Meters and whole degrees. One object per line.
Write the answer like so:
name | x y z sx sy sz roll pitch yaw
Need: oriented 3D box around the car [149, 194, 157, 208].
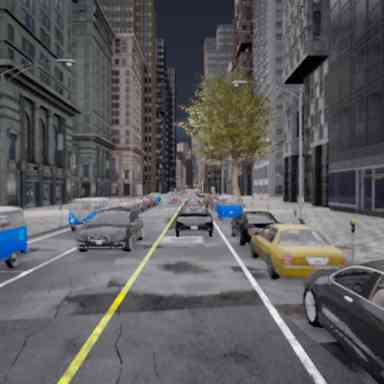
car | -5.748 1.325 40.844 1.887 1.381 4.507 0 0 0

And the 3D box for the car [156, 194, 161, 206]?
car | -5.746 1.319 46.257 1.947 1.339 4.313 0 0 0

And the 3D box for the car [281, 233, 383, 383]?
car | 2.763 1.526 4.173 2.008 1.369 4.403 0 0 0

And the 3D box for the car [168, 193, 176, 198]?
car | -5.740 1.077 95.179 1.887 1.381 4.507 0 0 0

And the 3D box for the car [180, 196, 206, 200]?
car | 0.113 1.380 33.760 1.994 1.385 4.181 0 0 0

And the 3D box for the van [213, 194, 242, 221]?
van | 2.771 1.201 25.328 1.690 1.788 3.998 0 0 0

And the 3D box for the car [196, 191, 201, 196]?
car | 2.815 1.077 95.157 1.887 1.381 4.507 0 0 0

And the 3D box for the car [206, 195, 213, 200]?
car | 2.775 1.356 35.906 2.008 1.369 4.403 0 0 0

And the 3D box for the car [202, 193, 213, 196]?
car | 2.776 1.093 41.194 2.192 1.841 5.009 0 0 0

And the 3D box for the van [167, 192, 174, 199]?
van | -5.744 0.896 89.653 1.690 1.788 3.998 0 0 0

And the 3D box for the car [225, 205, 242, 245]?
car | 2.767 1.483 14.752 1.947 1.339 4.313 0 0 0

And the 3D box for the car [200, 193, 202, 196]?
car | 2.789 1.225 57.234 1.752 1.417 4.829 0 0 0

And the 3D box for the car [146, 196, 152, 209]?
car | -5.750 1.390 35.430 1.802 1.307 4.206 0 0 0

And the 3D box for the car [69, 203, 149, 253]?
car | -3.094 1.429 13.498 1.837 1.490 4.892 0 0 0

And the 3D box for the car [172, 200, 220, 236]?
car | 0.106 1.394 17.568 2.128 1.511 4.902 0 0 0

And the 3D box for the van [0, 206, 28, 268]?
van | -5.761 1.294 8.363 1.690 1.788 3.998 0 0 0

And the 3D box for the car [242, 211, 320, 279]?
car | 2.765 1.471 9.632 1.752 1.417 4.829 0 0 0

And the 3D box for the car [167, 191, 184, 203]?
car | -2.976 1.055 60.837 2.097 1.767 4.553 0 0 0

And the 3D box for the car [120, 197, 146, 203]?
car | -5.752 1.387 30.017 2.008 1.369 4.403 0 0 0

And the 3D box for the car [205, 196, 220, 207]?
car | 2.779 1.296 46.484 1.887 1.381 4.507 0 0 0

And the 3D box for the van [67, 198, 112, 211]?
van | -5.757 1.235 19.190 1.690 1.788 3.998 0 0 0
